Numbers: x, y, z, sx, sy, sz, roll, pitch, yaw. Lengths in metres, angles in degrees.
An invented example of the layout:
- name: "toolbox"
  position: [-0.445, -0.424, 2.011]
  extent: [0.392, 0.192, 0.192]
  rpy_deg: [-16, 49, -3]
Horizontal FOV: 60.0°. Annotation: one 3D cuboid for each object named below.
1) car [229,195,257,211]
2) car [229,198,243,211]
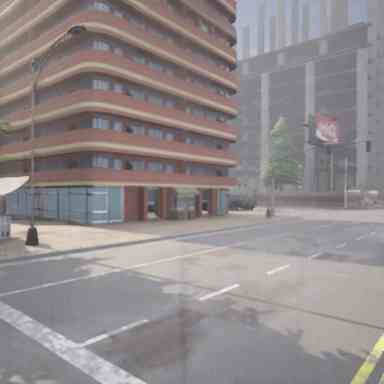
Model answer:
- name: "car"
  position: [6.024, 1.418, 44.951]
  extent: [5.566, 2.045, 2.150]
  rpy_deg: [0, 0, 40]
- name: "car"
  position: [3.639, 1.782, 42.383]
  extent: [4.718, 1.301, 1.895]
  rpy_deg: [0, 0, 40]
